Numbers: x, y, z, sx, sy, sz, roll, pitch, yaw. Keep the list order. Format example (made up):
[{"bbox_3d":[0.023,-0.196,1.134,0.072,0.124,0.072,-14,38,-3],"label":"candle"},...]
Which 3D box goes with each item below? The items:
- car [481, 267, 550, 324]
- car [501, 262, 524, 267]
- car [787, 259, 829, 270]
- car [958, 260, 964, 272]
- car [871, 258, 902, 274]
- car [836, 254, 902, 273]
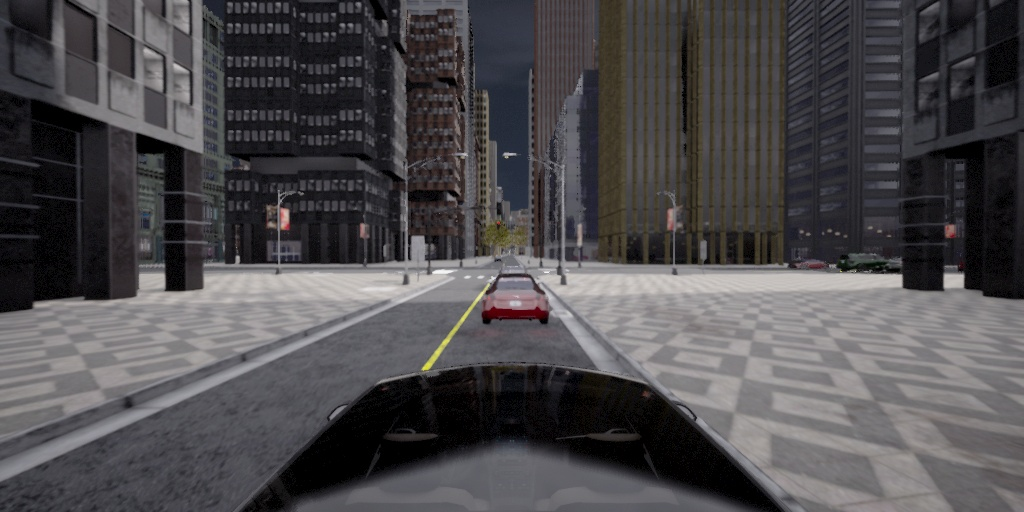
[{"bbox_3d":[0.093,1.241,11.683,1.994,1.385,4.181,0,0,0],"label":"car"},{"bbox_3d":[0.049,1.204,21.588,1.895,1.301,4.718,0,0,-1],"label":"car"},{"bbox_3d":[37.300,1.028,45.242,4.181,1.385,1.994,0,1,1],"label":"car"},{"bbox_3d":[51.288,0.896,38.638,4.553,1.767,2.097,0,1,0],"label":"car"},{"bbox_3d":[39.047,1.158,35.404,4.718,1.301,1.895,0,1,1],"label":"car"},{"bbox_3d":[38.362,0.751,38.661,5.566,2.045,2.150,0,1,1],"label":"car"}]
